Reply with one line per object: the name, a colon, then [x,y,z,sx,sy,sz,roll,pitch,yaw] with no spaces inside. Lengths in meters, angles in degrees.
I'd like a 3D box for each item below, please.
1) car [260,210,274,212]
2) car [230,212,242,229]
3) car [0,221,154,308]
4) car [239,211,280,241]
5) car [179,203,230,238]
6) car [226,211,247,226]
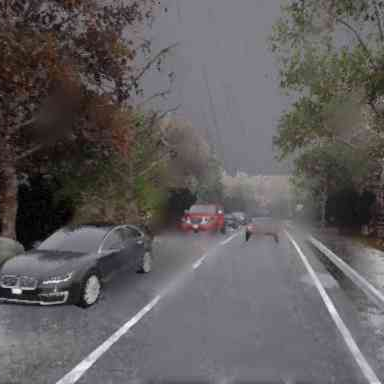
car: [9.524,3.283,42.354,2.150,2.045,5.566,0,-3,14]
car: [3.307,2.778,31.703,1.994,1.385,4.181,0,-4,14]
car: [-2.451,1.525,8.138,1.837,1.490,4.892,0,-1,14]
car: [4.172,2.046,19.618,2.033,1.411,5.357,1,-3,13]
car: [0.843,1.753,21.538,2.150,2.045,5.566,1,-3,14]
car: [5.655,3.261,41.524,2.097,1.767,4.553,0,-4,14]
